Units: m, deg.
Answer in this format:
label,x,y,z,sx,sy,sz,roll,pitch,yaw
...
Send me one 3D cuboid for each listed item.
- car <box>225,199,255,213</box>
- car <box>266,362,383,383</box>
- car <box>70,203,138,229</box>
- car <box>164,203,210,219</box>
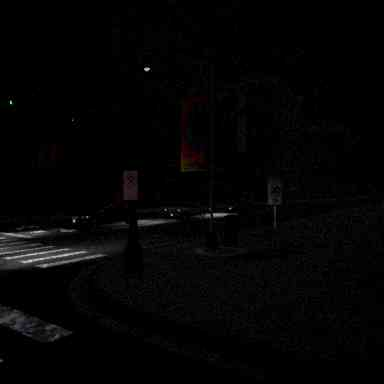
label,x,y,z,sx,sy,sz,roll,pitch,yaw
car,5.604,1.549,38.432,2.128,1.511,4.902,0,0,35
car,2.199,1.551,1.278,4.403,1.369,2.008,0,0,36
car,-5.780,1.512,22.332,2.128,1.511,4.902,0,0,36
car,-0.422,1.638,29.939,1.895,1.301,4.718,0,0,36
